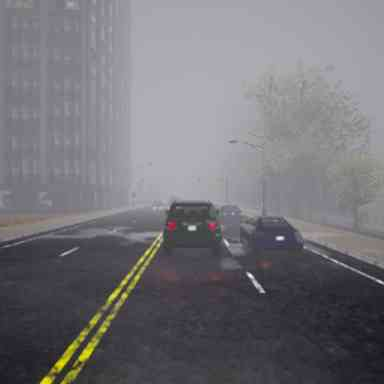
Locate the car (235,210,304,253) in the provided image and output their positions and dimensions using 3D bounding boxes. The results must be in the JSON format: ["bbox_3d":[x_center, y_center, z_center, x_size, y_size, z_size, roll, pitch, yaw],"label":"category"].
[{"bbox_3d":[3.260,1.698,14.296,1.994,1.385,4.181,0,0,0],"label":"car"}]

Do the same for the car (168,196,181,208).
[{"bbox_3d":[-3.267,1.817,63.069,2.150,2.045,5.566,0,-1,1],"label":"car"}]

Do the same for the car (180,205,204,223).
[{"bbox_3d":[0.013,1.872,29.099,1.895,1.301,4.718,0,0,0],"label":"car"}]

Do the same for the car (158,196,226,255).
[{"bbox_3d":[0.006,1.348,14.025,2.150,2.045,5.566,0,0,0],"label":"car"}]

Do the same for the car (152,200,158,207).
[{"bbox_3d":[-6.510,2.160,64.033,1.994,1.385,4.181,0,-1,1],"label":"car"}]

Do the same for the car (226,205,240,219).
[{"bbox_3d":[3.262,1.817,28.981,2.033,1.411,5.357,0,-1,0],"label":"car"}]
